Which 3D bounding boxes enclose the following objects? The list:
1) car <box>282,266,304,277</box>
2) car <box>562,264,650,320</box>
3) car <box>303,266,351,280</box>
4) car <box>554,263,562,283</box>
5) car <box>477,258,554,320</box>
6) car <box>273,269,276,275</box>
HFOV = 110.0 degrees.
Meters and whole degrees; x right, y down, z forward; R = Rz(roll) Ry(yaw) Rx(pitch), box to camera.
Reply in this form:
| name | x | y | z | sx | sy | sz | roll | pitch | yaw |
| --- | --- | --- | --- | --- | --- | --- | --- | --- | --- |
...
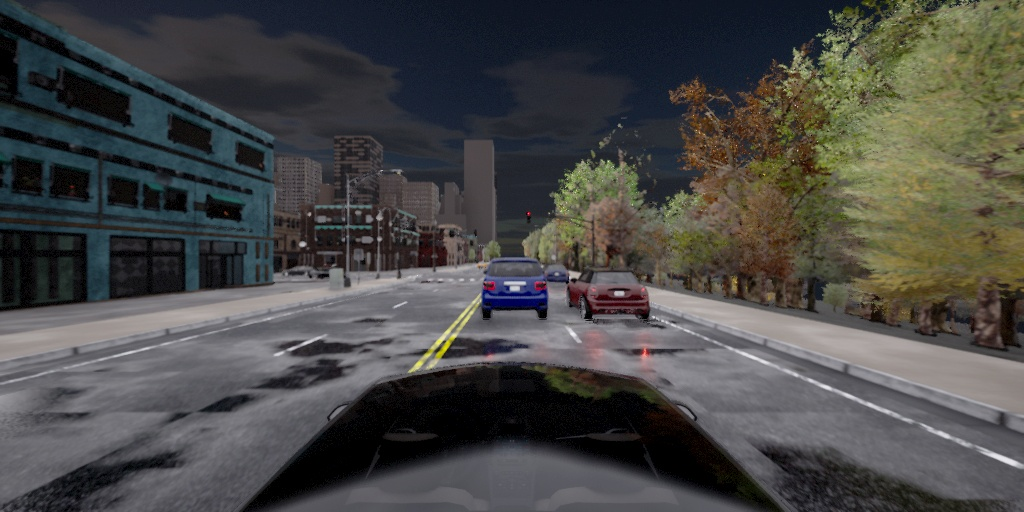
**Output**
| name | x | y | z | sx | sy | sz | roll | pitch | yaw |
| --- | --- | --- | --- | --- | --- | --- | --- | --- | --- |
| car | -28.311 | 2.029 | 47.927 | 4.403 | 1.370 | 2.007 | 0 | 0 | 0 |
| car | 3.341 | 1.219 | 13.282 | 2.097 | 1.767 | 4.553 | 0 | -1 | 0 |
| car | -19.972 | 1.947 | 39.421 | 4.313 | 1.339 | 1.948 | 0 | 0 | 0 |
| car | 3.333 | 1.376 | 28.765 | 2.097 | 1.767 | 4.553 | 0 | 0 | 0 |
| car | 0.087 | 1.090 | 13.417 | 2.150 | 2.045 | 5.566 | 0 | -1 | 0 |
| car | -33.847 | 2.123 | 47.929 | 4.207 | 1.307 | 1.802 | 0 | 0 | 0 |
